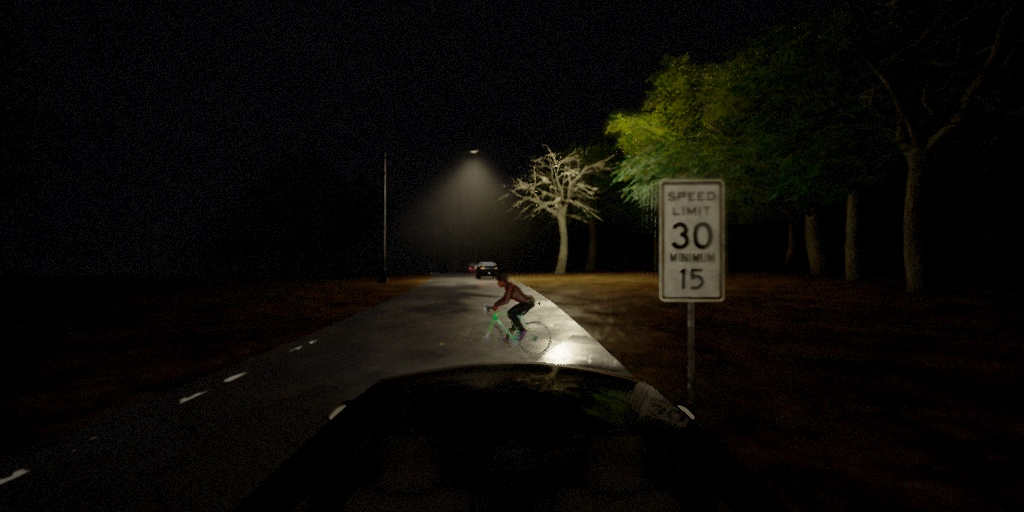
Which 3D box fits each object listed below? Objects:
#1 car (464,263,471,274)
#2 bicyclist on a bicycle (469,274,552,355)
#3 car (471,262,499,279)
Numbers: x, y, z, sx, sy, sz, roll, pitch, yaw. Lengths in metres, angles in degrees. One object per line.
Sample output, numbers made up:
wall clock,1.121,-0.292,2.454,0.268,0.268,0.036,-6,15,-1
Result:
car,-4.990,1.597,45.677,2.033,1.411,5.357,0,-2,-13
bicyclist on a bicycle,-0.034,1.175,7.112,1.656,1.620,0.582,-1,0,-1
car,-2.285,1.259,32.349,2.128,1.511,4.902,0,-1,-9
